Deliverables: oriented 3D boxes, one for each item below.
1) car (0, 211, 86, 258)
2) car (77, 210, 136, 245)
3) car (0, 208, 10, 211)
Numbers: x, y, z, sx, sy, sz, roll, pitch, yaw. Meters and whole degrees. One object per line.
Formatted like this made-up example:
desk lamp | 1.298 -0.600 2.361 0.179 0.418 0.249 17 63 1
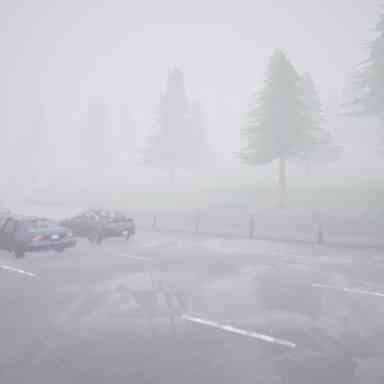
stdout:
car | -6.843 1.679 13.487 5.357 1.411 2.033 -1 0 39
car | -4.862 1.627 16.397 4.902 1.511 2.128 -1 0 40
car | -15.088 1.866 25.400 4.718 1.301 1.895 -1 0 44
